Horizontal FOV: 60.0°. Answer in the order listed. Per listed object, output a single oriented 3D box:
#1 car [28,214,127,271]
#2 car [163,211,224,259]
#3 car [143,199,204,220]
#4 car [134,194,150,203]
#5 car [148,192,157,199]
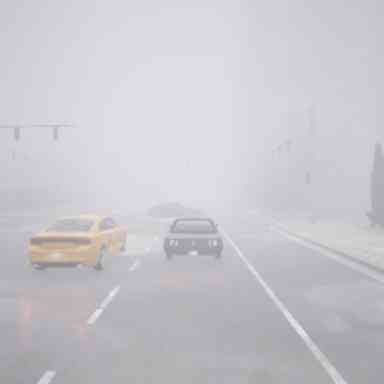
[{"bbox_3d":[-3.450,1.473,10.973,1.882,1.535,5.008,0,0,1],"label":"car"},{"bbox_3d":[0.059,1.595,12.464,1.895,1.301,4.718,0,0,0],"label":"car"},{"bbox_3d":[-1.330,1.515,27.330,4.674,1.442,1.812,0,0,0],"label":"car"},{"bbox_3d":[-10.437,1.512,67.355,2.033,1.411,5.357,0,0,1],"label":"car"},{"bbox_3d":[-10.187,1.134,83.256,2.150,2.045,5.566,0,0,1],"label":"car"}]
